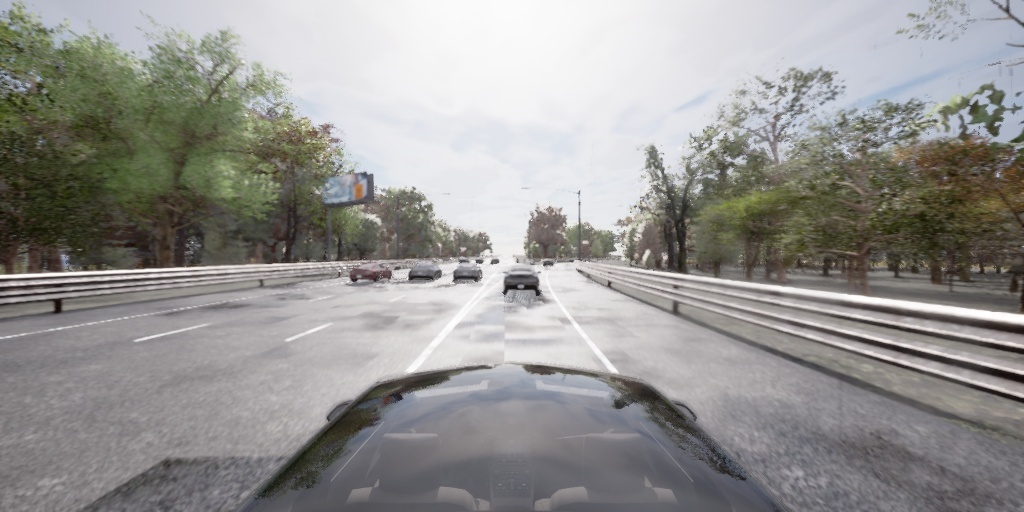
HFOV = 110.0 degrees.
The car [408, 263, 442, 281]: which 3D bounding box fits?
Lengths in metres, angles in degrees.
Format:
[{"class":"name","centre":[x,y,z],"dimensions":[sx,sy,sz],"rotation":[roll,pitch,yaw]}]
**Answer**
[{"class":"car","centre":[-6.980,1.258,29.184],"dimensions":[1.994,1.385,4.181],"rotation":[0,0,0]}]

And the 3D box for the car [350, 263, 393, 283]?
[{"class":"car","centre":[-10.472,1.221,26.863],"dimensions":[1.812,1.442,4.674],"rotation":[0,0,0]}]

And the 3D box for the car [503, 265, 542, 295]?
[{"class":"car","centre":[0.554,1.222,19.632],"dimensions":[1.837,1.490,4.892],"rotation":[0,0,3]}]

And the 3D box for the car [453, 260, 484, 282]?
[{"class":"car","centre":[-3.479,1.262,28.693],"dimensions":[1.994,1.385,4.181],"rotation":[0,0,0]}]
